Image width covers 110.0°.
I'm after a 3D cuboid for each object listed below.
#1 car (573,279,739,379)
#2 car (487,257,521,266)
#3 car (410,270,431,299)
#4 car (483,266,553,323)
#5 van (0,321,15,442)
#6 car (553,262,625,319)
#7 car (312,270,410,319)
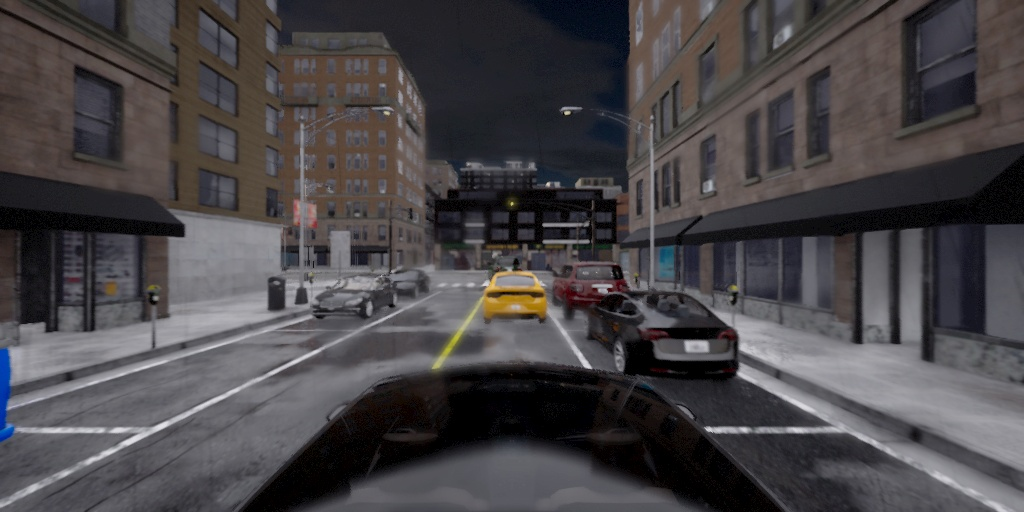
[{"bbox_3d":[2.638,1.335,7.195,1.948,1.339,4.313,0,0,0],"label":"car"},{"bbox_3d":[-0.605,1.064,27.317,2.150,2.045,5.566,0,0,-9],"label":"car"},{"bbox_3d":[-5.385,1.374,18.521,1.948,1.339,4.313,0,0,0],"label":"car"},{"bbox_3d":[0.078,1.264,12.303,1.882,1.535,5.008,0,0,-1],"label":"car"},{"bbox_3d":[-5.388,1.090,1.535,1.690,1.789,3.998,0,0,0],"label":"van"},{"bbox_3d":[2.639,1.103,12.857,2.192,1.841,5.009,0,0,0],"label":"car"},{"bbox_3d":[-5.386,1.339,12.858,2.007,1.370,4.403,0,0,0],"label":"car"}]
